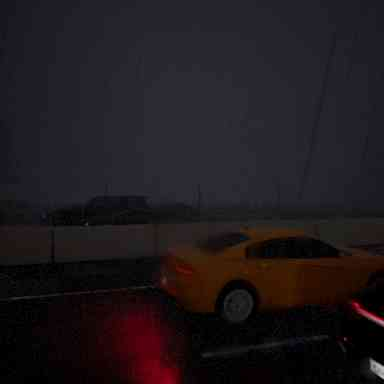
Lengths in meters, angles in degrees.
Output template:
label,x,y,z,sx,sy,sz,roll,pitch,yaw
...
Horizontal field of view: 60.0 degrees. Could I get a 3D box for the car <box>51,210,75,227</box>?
label,x,y,z,sx,sy,sz,roll,pitch,yaw
car,-5.170,1.221,19.510,5.566,2.045,2.150,0,0,-17

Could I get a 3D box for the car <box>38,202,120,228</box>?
label,x,y,z,sx,sy,sz,roll,pitch,yaw
car,-7.497,1.477,22.448,5.008,1.535,1.882,0,0,-17

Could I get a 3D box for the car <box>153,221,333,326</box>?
label,x,y,z,sx,sy,sz,roll,pitch,yaw
car,1.858,1.481,6.833,5.008,1.535,1.882,1,0,-17

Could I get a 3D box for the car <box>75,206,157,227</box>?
label,x,y,z,sx,sy,sz,roll,pitch,yaw
car,-3.050,1.493,16.507,4.902,1.511,2.128,0,0,-17

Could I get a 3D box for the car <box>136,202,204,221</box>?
label,x,y,z,sx,sy,sz,roll,pitch,yaw
car,-1.881,1.556,27.880,5.357,1.411,2.033,0,0,-17

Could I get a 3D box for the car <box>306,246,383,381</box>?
label,x,y,z,sx,sy,sz,roll,pitch,yaw
car,4.120,1.497,3.875,4.902,1.511,2.128,0,0,-17
